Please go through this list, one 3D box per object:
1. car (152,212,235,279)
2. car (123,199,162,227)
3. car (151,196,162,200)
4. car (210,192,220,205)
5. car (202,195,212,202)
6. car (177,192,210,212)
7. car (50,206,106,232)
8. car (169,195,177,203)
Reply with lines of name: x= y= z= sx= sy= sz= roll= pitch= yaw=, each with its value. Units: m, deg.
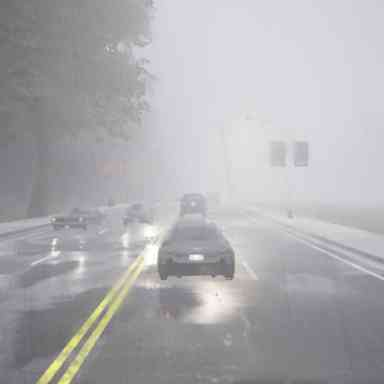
car: x=0.104 y=1.524 z=9.947 sx=1.994 sy=1.385 sz=4.181 roll=0 pitch=0 yaw=0
car: x=-3.341 y=1.441 z=22.316 sx=1.812 sy=1.442 sz=4.674 roll=0 pitch=0 yaw=0
car: x=-6.515 y=1.374 z=60.352 sx=1.812 sy=1.442 sz=4.674 roll=0 pitch=0 yaw=1
car: x=3.370 y=1.077 z=54.305 sx=2.150 sy=2.045 sz=5.566 roll=0 pitch=0 yaw=0
car: x=3.275 y=1.393 z=72.153 sx=1.994 sy=1.385 sz=4.181 roll=0 pitch=0 yaw=0
car: x=0.111 y=1.119 z=28.606 sx=2.150 sy=2.045 sz=5.566 roll=0 pitch=0 yaw=0
car: x=-6.593 y=1.525 z=19.764 sx=1.895 sy=1.301 sz=4.718 roll=0 pitch=0 yaw=0
car: x=-3.244 y=1.347 z=63.764 sx=1.837 sy=1.490 sz=4.892 roll=0 pitch=0 yaw=1
